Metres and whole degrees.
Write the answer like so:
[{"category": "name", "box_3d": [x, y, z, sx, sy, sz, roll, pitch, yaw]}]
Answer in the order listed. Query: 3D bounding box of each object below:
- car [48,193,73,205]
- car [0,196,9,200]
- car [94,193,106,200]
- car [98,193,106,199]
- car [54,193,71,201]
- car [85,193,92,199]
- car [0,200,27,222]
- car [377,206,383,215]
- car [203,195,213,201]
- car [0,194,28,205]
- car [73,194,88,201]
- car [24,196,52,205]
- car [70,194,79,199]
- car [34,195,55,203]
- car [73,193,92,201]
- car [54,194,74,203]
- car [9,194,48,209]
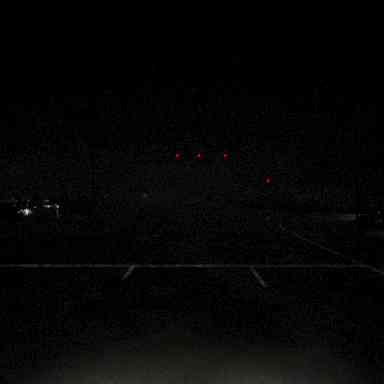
[{"category": "car", "box_3d": [-21.137, 1.294, 53.010, 1.837, 1.490, 4.892, 0, 0, 0]}, {"category": "car", "box_3d": [-24.631, 1.360, 42.936, 1.812, 1.442, 4.674, 0, 0, 0]}, {"category": "car", "box_3d": [-21.253, 1.052, 73.989, 2.097, 1.767, 4.553, 0, 0, -3]}, {"category": "car", "box_3d": [-23.800, 1.135, 88.130, 1.837, 1.490, 4.892, 0, 0, -14]}, {"category": "car", "box_3d": [-28.166, 1.058, 72.714, 2.097, 1.767, 4.553, 0, 0, -3]}, {"category": "car", "box_3d": [-27.640, 1.132, 88.817, 1.837, 1.490, 4.892, 0, 0, -18]}, {"category": "car", "box_3d": [-14.958, 1.481, 24.637, 4.181, 1.385, 1.994, 0, 0, -10]}, {"category": "car", "box_3d": [17.639, 1.260, 26.129, 4.553, 1.767, 2.097, 0, 0, 6]}, {"category": "car", "box_3d": [3.406, 1.305, 71.841, 1.895, 1.301, 4.718, 0, 0, -3]}, {"category": "car", "box_3d": [-28.129, 1.143, 52.660, 2.097, 1.767, 4.553, 0, 0, 0]}, {"category": "car", "box_3d": [-24.761, 1.221, 74.040, 1.812, 1.442, 4.674, 0, 0, -3]}, {"category": "car", "box_3d": [-24.633, 1.335, 53.562, 2.033, 1.411, 5.357, 0, 0, 0]}, {"category": "car", "box_3d": [-30.717, 1.206, 86.839, 1.895, 1.301, 4.718, 0, 0, -14]}, {"category": "car", "box_3d": [-28.065, 1.345, 63.309, 1.895, 1.301, 4.718, 0, 0, 0]}, {"category": "car", "box_3d": [-21.082, 1.341, 64.200, 1.895, 1.301, 4.718, 0, 0, 0]}, {"category": "car", "box_3d": [-24.576, 1.219, 63.986, 1.882, 1.535, 5.008, 0, 0, 0]}, {"category": "car", "box_3d": [-21.137, 1.185, 43.185, 2.097, 1.767, 4.553, 0, 0, 0]}]
